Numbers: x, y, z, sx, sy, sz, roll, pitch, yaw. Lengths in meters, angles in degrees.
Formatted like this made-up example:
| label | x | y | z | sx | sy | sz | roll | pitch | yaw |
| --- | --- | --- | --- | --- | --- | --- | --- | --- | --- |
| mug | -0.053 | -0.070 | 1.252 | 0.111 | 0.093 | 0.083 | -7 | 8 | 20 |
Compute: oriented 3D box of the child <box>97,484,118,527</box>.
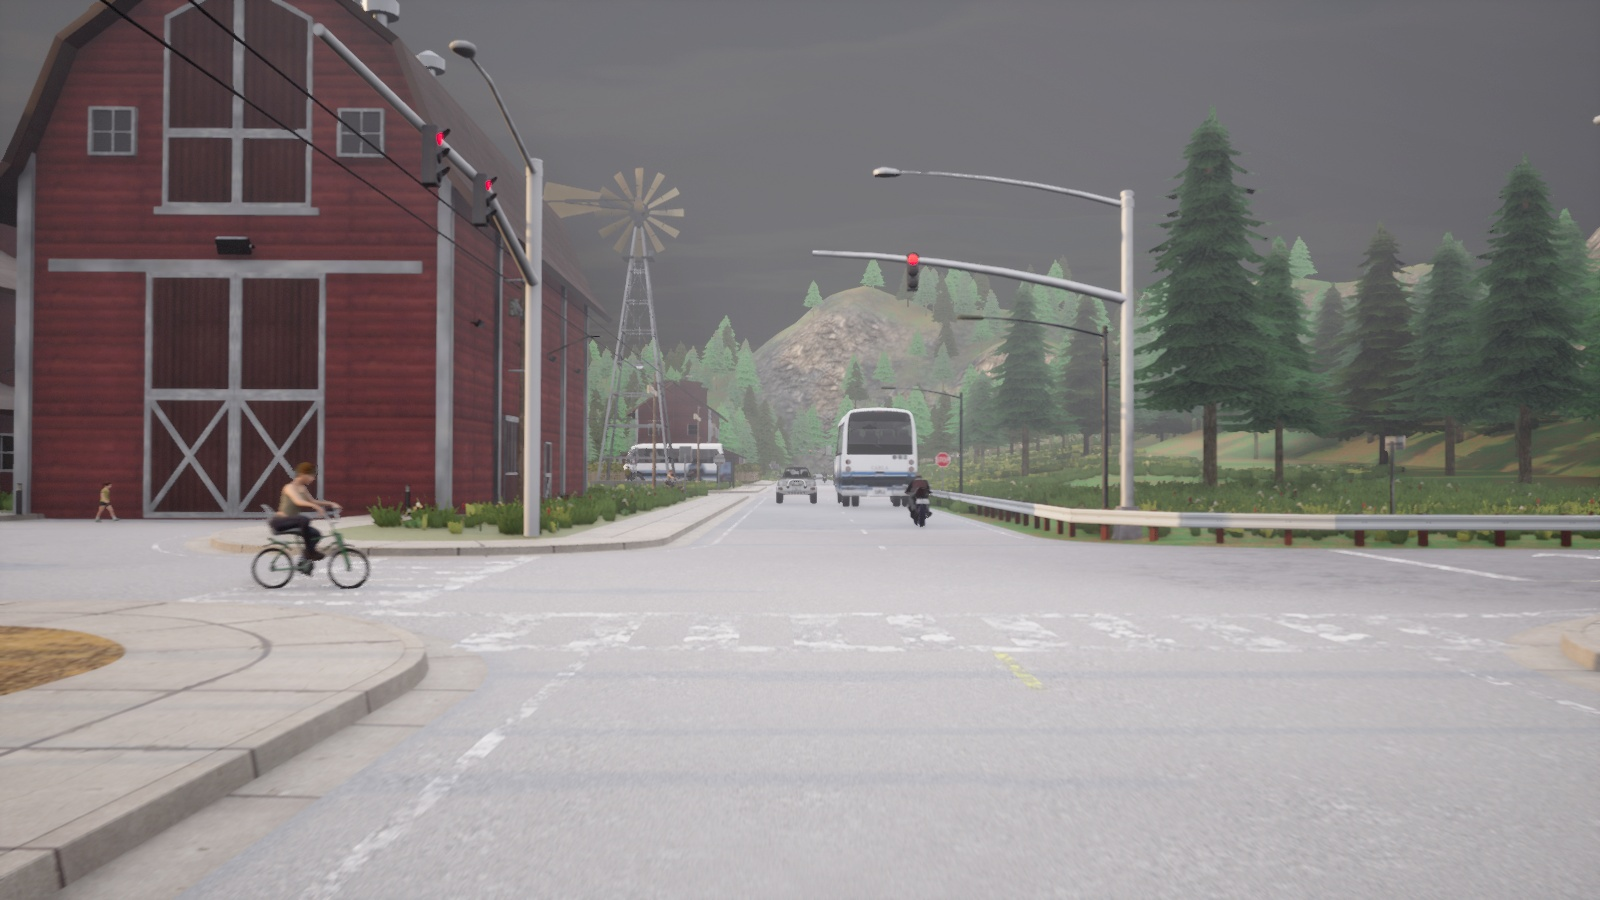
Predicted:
| label | x | y | z | sx | sy | sz | roll | pitch | yaw |
| --- | --- | --- | --- | --- | --- | --- | --- | --- | --- |
| child | -17.911 | 1.429 | 32.463 | 0.394 | 1.110 | 0.255 | 0 | -1 | 0 |

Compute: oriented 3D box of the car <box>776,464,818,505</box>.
| label | x | y | z | sx | sy | sz | roll | pitch | yaw |
| --- | --- | --- | --- | --- | --- | --- | --- | --- | --- |
| car | -0.148 | 1.639 | 60.506 | 1.932 | 1.855 | 4.605 | 0 | -1 | 0 |

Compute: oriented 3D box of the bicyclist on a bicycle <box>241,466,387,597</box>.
| label | x | y | z | sx | sy | sz | roll | pitch | yaw |
| --- | --- | --- | --- | --- | --- | --- | --- | --- | --- |
| bicyclist on a bicycle | -6.148 | 1.015 | 15.951 | 1.509 | 1.612 | 0.866 | 0 | -1 | -1 |

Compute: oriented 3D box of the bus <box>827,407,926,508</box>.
| label | x | y | z | sx | sy | sz | roll | pitch | yaw |
| --- | --- | --- | --- | --- | --- | --- | --- | --- | --- |
| bus | 3.353 | 0.397 | 58.420 | 3.944 | 4.253 | 10.273 | 0 | -1 | 0 |

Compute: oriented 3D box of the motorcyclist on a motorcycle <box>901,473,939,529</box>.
| label | x | y | z | sx | sy | sz | roll | pitch | yaw |
| --- | --- | --- | --- | --- | --- | --- | --- | --- | --- |
| motorcyclist on a motorcycle | 3.413 | 1.435 | 35.994 | 0.866 | 1.530 | 2.191 | 0 | -1 | 0 |
